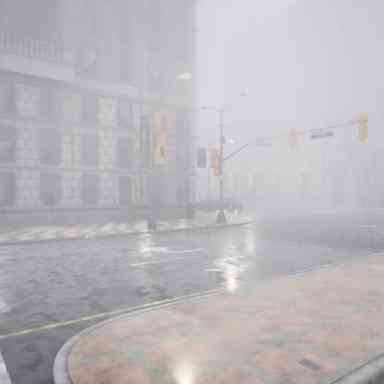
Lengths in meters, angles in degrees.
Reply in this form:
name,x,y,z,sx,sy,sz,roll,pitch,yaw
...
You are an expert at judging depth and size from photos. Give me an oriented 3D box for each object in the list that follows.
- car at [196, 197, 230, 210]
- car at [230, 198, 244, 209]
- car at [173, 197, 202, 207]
name,x,y,z,sx,sy,sz,roll,pitch,yaw
car,2.326,1.564,42.245,1.994,1.385,4.181,0,0,-36
car,4.887,1.505,44.678,1.837,1.490,4.892,0,0,-36
car,-0.798,1.547,52.624,2.033,1.411,5.357,0,0,-35
